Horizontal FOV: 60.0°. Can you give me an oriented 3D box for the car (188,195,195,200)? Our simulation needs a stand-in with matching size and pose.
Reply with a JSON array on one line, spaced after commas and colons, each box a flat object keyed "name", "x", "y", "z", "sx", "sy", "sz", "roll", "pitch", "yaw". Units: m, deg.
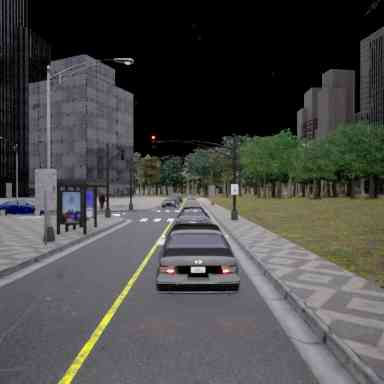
[{"name": "car", "x": -0.153, "y": 1.468, "z": 86.392, "sx": 1.895, "sy": 1.301, "sz": 4.718, "roll": 0, "pitch": 0, "yaw": 0}]

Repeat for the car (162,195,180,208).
[{"name": "car", "x": -3.129, "y": 1.516, "z": 46.861, "sx": 1.994, "sy": 1.385, "sz": 4.181, "roll": 0, "pitch": 0, "yaw": 0}]

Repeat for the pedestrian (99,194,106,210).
[{"name": "pedestrian", "x": -10.108, "y": 1.050, "z": 37.262, "sx": 0.375, "sy": 1.860, "sz": 0.375, "roll": 0, "pitch": 0, "yaw": 1}]

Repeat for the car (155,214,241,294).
[{"name": "car", "x": 0.094, "y": 1.544, "z": 8.916, "sx": 2.033, "sy": 1.411, "sz": 5.357, "roll": 0, "pitch": 0, "yaw": -1}]

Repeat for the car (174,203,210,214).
[{"name": "car", "x": 0.071, "y": 1.554, "z": 19.195, "sx": 1.994, "sy": 1.385, "sz": 4.181, "roll": 0, "pitch": 0, "yaw": 0}]

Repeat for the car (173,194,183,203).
[{"name": "car", "x": -3.121, "y": 1.499, "z": 56.777, "sx": 1.994, "sy": 1.385, "sz": 4.181, "roll": 0, "pitch": 0, "yaw": 0}]

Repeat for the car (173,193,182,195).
[{"name": "car", "x": -3.080, "y": 1.136, "z": 68.692, "sx": 2.150, "sy": 2.045, "sz": 5.566, "roll": 0, "pitch": 0, "yaw": 0}]

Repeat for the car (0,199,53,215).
[{"name": "car", "x": -15.658, "y": 1.426, "z": 31.157, "sx": 5.008, "sy": 1.535, "sz": 1.882, "roll": 0, "pitch": 1, "yaw": 0}]
